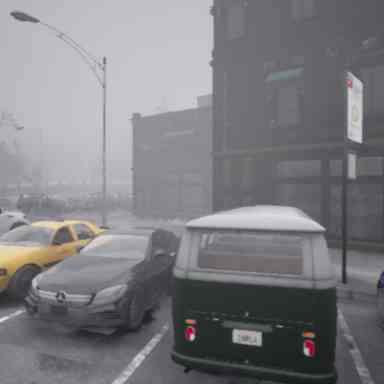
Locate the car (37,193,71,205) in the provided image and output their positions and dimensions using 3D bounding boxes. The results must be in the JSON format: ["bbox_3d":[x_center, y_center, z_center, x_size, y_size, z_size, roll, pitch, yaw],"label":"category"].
[{"bbox_3d":[-21.462,1.128,51.785,4.553,1.767,2.185,-1,-1,14],"label":"car"}]

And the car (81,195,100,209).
[{"bbox_3d":[-12.560,1.365,34.665,4.792,1.488,2.163,1,1,14],"label":"car"}]

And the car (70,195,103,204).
[{"bbox_3d":[-18.051,1.256,56.782,4.892,1.521,2.231,0,-1,14],"label":"car"}]

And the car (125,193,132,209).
[{"bbox_3d":[-9.242,1.086,39.576,5.566,2.045,2.435,1,1,14],"label":"car"}]

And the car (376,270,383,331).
[{"bbox_3d":[3.551,1.490,3.628,2.097,1.535,5.008,0,-1,16],"label":"car"}]

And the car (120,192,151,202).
[{"bbox_3d":[-11.305,1.005,66.798,5.566,2.045,2.435,0,0,14],"label":"car"}]

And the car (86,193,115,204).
[{"bbox_3d":[-16.322,1.130,59.260,4.553,1.767,2.185,0,0,14],"label":"car"}]

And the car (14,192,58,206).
[{"bbox_3d":[-23.097,1.001,49.272,5.566,2.045,2.435,0,-1,14],"label":"car"}]

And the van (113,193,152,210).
[{"bbox_3d":[-7.443,1.115,42.002,4.442,1.987,1.878,1,0,14],"label":"van"}]

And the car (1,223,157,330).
[{"bbox_3d":[-1.326,1.498,7.127,2.002,1.452,4.674,1,0,15],"label":"car"}]

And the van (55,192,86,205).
[{"bbox_3d":[-19.854,1.029,54.298,4.442,1.987,1.878,0,0,14],"label":"van"}]

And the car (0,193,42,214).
[{"bbox_3d":[-8.674,1.160,12.381,2.435,2.045,5.566,0,-1,15],"label":"car"}]

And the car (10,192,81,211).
[{"bbox_3d":[-14.158,1.084,32.225,5.566,2.045,2.435,1,0,14],"label":"car"}]

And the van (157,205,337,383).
[{"bbox_3d":[1.144,1.250,5.495,1.878,1.987,4.442,0,-1,15],"label":"van"}]

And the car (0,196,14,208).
[{"bbox_3d":[-26.536,1.281,44.252,4.792,1.488,2.163,0,0,14],"label":"car"}]

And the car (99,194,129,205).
[{"bbox_3d":[-12.607,1.149,54.270,2.097,1.767,4.553,0,0,35],"label":"car"}]

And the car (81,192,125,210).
[{"bbox_3d":[-10.900,1.085,37.125,5.566,2.045,2.435,1,1,14],"label":"car"}]

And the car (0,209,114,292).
[{"bbox_3d":[-3.826,1.437,8.688,1.946,1.575,5.366,1,0,15],"label":"car"}]
